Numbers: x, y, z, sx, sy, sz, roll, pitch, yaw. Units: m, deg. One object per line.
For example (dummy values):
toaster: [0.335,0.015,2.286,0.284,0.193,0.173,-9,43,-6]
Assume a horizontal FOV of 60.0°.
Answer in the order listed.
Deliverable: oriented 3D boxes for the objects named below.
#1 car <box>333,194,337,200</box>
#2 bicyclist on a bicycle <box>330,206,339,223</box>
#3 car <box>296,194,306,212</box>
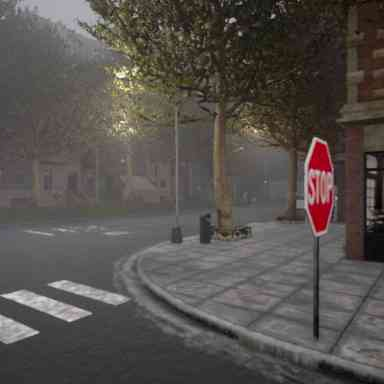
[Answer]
car: [21.430,1.484,52.662,2.128,1.511,4.902,0,0,37]
bicyclist on a bicycle: [9.265,1.297,22.999,1.656,1.620,0.582,0,0,36]
car: [12.718,1.223,35.826,2.435,2.045,5.566,0,0,36]
